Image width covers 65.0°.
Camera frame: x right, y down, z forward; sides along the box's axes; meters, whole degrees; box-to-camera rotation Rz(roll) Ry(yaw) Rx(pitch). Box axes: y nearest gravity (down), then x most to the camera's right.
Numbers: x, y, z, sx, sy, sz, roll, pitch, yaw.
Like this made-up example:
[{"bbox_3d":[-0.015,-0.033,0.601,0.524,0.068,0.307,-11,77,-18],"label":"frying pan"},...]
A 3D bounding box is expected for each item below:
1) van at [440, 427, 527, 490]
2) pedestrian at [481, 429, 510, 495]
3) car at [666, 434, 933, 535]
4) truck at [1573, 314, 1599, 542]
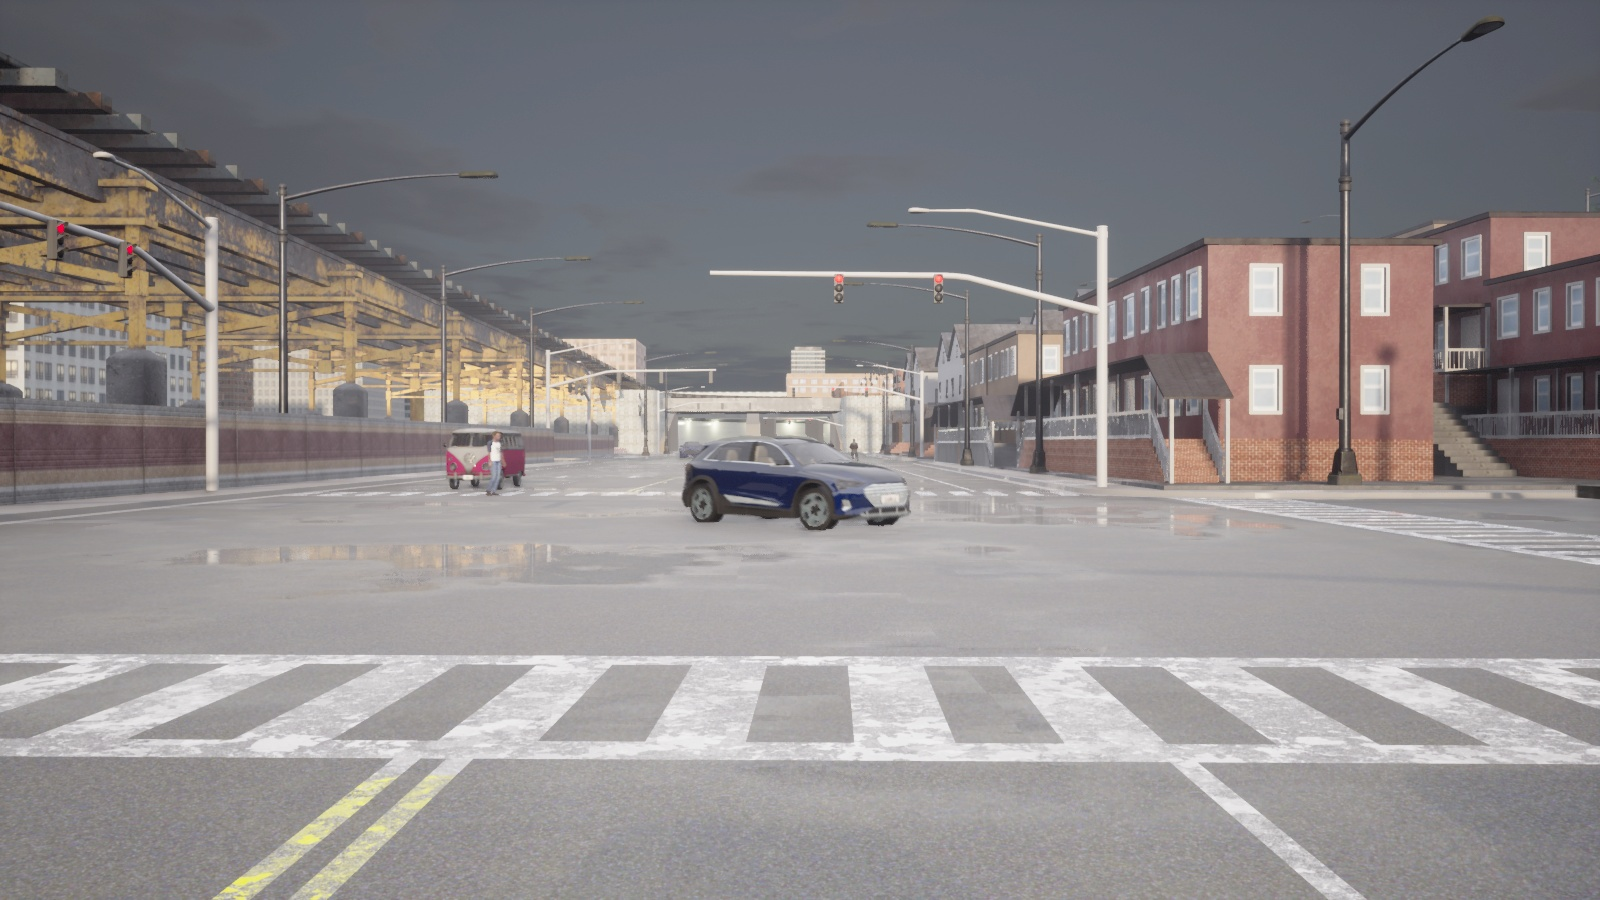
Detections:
[{"bbox_3d":[-10.417,0.258,41.668,1.775,1.987,4.442,0,0,0],"label":"van"},{"bbox_3d":[-8.502,0.327,35.059,0.706,1.836,0.354,0,0,28],"label":"pedestrian"},{"bbox_3d":[-0.116,0.547,22.978,4.856,1.649,2.033,0,1,45],"label":"car"},{"bbox_3d":[16.137,-0.326,18.278,7.936,3.462,2.891,0,0,1],"label":"truck"}]
